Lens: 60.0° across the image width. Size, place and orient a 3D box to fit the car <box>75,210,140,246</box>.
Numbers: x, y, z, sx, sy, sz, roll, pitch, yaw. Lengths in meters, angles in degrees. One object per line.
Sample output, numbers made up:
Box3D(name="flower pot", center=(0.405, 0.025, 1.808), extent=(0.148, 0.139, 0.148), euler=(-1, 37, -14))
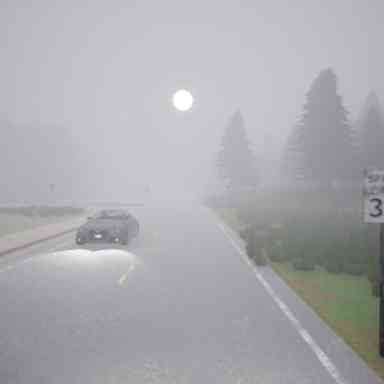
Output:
Box3D(name="car", center=(-3.520, 1.470, 14.498), extent=(1.994, 1.385, 4.181), euler=(0, 0, 0))
